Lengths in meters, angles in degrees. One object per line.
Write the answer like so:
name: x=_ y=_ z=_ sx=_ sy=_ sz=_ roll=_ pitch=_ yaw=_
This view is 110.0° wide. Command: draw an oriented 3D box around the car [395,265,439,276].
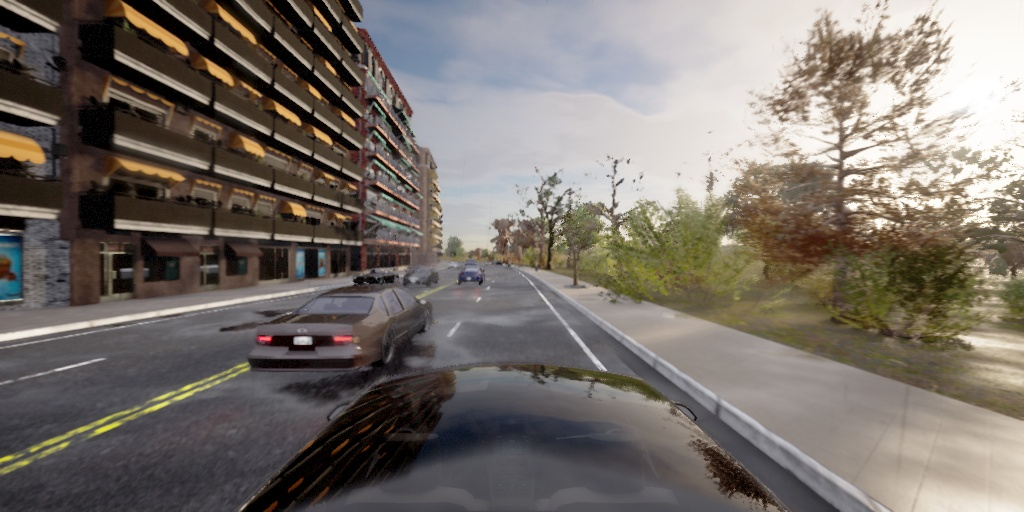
car: x=-6.615 y=1.456 z=26.475 sx=2.128 sy=1.511 sz=4.902 roll=0 pitch=0 yaw=0

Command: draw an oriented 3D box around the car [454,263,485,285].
car: x=-3.175 y=1.510 z=28.719 sx=1.812 sy=1.442 sz=4.674 roll=0 pitch=-1 yaw=0

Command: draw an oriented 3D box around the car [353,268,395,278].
car: x=-9.861 y=1.564 z=26.287 sx=1.895 sy=1.301 sz=4.718 roll=0 pitch=-1 yaw=0

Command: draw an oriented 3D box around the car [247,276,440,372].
car: x=-3.154 y=1.350 z=7.924 sx=2.033 sy=1.411 sz=5.357 roll=0 pitch=0 yaw=0
